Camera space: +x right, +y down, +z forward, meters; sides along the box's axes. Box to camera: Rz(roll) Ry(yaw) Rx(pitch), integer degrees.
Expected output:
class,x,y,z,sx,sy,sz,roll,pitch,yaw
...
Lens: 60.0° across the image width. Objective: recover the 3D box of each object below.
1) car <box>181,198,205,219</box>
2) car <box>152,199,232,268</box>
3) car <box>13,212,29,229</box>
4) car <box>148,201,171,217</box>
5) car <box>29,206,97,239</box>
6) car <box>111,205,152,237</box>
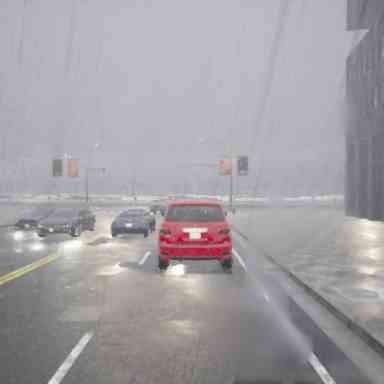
class,x,y,z,sx,sy,sz,roll,pitch,yaw
car,0.095,1.505,31.285,2.097,1.767,4.553,0,0,0
car,0.090,1.255,11.510,2.150,2.045,5.566,0,0,0
car,-9.803,1.645,22.444,2.033,1.411,5.357,0,0,0
car,-3.159,1.665,33.372,1.837,1.490,4.892,0,-2,0
car,-6.579,1.576,18.001,1.837,1.490,4.892,0,-1,0
car,-3.153,1.638,18.604,1.994,1.385,4.181,0,0,0
